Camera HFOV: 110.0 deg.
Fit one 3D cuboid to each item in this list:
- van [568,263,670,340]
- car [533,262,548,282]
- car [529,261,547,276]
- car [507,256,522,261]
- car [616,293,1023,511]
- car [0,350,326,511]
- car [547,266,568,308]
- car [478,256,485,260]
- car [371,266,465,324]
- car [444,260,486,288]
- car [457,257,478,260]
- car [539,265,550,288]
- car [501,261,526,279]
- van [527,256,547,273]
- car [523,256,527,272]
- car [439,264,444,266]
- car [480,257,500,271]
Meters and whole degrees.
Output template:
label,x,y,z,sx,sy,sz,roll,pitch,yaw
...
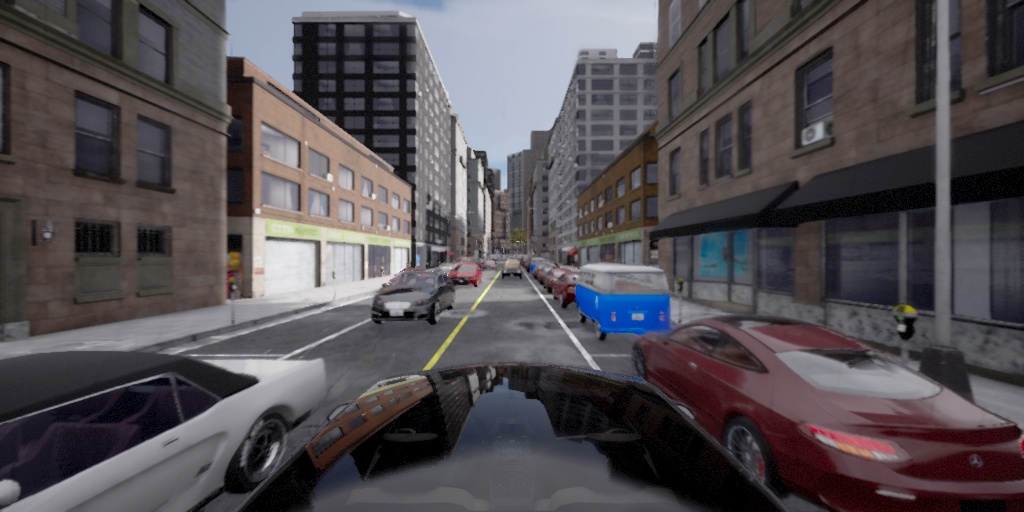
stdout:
label,x,y,z,sx,sy,sz,roll,pitch,yaw
van,2.762,1.105,9.721,1.690,1.789,3.998,0,0,0
car,2.760,1.360,26.381,1.802,1.307,4.207,0,0,0
car,2.760,1.351,31.938,1.802,1.307,4.207,0,0,0
car,0.048,1.209,47.998,1.882,1.535,5.008,0,1,0
car,2.762,1.336,4.169,1.802,1.307,4.207,0,0,0
car,-3.095,1.351,1.806,1.895,1.301,4.718,0,0,2
car,2.761,1.319,15.272,1.888,1.381,4.507,0,0,0
car,-5.768,1.032,54.149,2.192,1.841,5.009,0,0,0
car,-3.093,1.260,12.084,2.128,1.511,4.902,0,0,0
car,-3.087,1.257,24.470,1.882,1.535,5.008,0,0,0
car,-5.767,1.058,43.044,2.192,1.841,5.009,0,0,0
car,2.761,1.362,20.829,1.802,1.307,4.207,0,0,0
car,0.004,1.368,33.085,1.895,1.301,4.718,0,0,0
van,2.759,1.097,37.489,1.690,1.789,3.998,0,0,0
car,2.759,1.057,43.041,2.192,1.841,5.009,0,0,0
car,-5.765,1.321,31.940,2.007,1.370,4.403,0,0,0
car,-3.005,1.289,49.555,1.812,1.442,4.674,0,0,0
